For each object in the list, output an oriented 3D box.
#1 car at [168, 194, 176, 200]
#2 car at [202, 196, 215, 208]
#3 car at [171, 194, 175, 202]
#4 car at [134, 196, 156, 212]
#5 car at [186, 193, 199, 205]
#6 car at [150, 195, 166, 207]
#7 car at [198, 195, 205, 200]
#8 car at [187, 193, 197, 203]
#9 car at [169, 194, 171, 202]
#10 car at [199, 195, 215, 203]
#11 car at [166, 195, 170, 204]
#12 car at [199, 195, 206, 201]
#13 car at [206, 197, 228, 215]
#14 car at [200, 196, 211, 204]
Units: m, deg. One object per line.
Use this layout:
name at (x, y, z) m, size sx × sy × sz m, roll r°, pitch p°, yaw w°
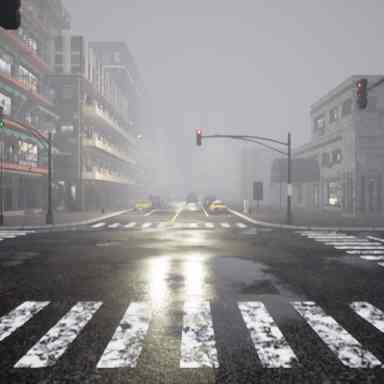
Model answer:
car at (-5.694, 1.391, 94.762) m, size 2.192 × 1.841 × 5.009 m, roll 0°, pitch 0°, yaw 0°
car at (2.690, 1.591, 44.909) m, size 1.802 × 1.307 × 4.206 m, roll 0°, pitch 0°, yaw 0°
car at (-5.693, 1.592, 78.144) m, size 1.887 × 1.381 × 4.507 m, roll 0°, pitch 0°, yaw 0°
car at (-5.691, 1.531, 39.199) m, size 1.752 × 1.417 × 4.829 m, roll 0°, pitch 0°, yaw 0°
car at (-0.004, 1.375, 60.607) m, size 2.097 × 1.767 × 4.553 m, roll 0°, pitch 0°, yaw 0°
car at (-5.690, 1.328, 50.448) m, size 2.192 × 1.841 × 5.009 m, roll 0°, pitch 0°, yaw 0°
car at (2.686, 1.627, 94.762) m, size 2.008 × 1.369 × 4.403 m, roll 0°, pitch 0°, yaw 0°
car at (-0.004, 1.150, 70.670) m, size 2.150 × 2.045 × 5.566 m, roll 0°, pitch 0°, yaw 0°
car at (-5.692, 1.556, 66.895) m, size 1.752 × 1.417 × 4.829 m, roll 0°, pitch 0°, yaw 0°
car at (2.690, 1.328, 50.449) m, size 2.192 × 1.841 × 5.009 m, roll 0°, pitch 0°, yaw 0°
car at (-5.692, 1.575, 61.526) m, size 2.008 × 1.369 × 4.403 m, roll 0°, pitch 0°, yaw 0°
car at (2.687, 1.591, 89.393) m, size 1.752 × 1.417 × 4.829 m, roll 0°, pitch 0°, yaw 0°
car at (2.691, 1.529, 34.001) m, size 1.752 × 1.417 × 4.829 m, roll 0°, pitch 0°, yaw 0°
car at (2.688, 1.582, 67.066) m, size 2.008 × 1.369 × 4.403 m, roll 0°, pitch 0°, yaw 0°
